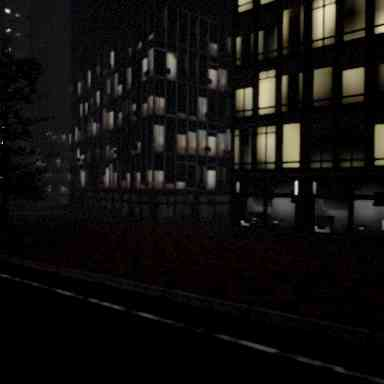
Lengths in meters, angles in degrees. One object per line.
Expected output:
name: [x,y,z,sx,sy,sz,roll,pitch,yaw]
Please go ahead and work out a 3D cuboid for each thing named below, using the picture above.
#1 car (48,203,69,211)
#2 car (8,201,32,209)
car: [-22.085,2.467,56.638,4.507,1.381,1.887,0,1,-34]
car: [-31.215,2.319,59.936,4.403,1.369,2.008,0,1,-34]
